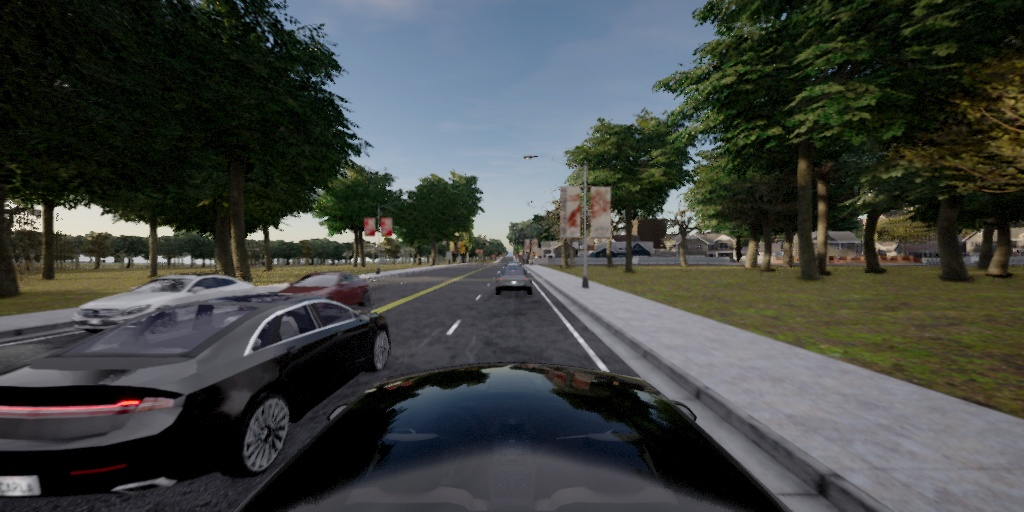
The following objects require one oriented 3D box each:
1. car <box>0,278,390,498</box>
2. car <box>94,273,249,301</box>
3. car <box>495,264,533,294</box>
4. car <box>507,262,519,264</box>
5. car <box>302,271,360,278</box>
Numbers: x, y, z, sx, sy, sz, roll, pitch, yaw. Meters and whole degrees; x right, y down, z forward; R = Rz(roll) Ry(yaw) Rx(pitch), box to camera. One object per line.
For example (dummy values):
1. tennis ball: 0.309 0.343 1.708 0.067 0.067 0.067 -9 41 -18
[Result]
1. car: -3.150 1.240 4.700 2.128 1.511 4.902 0 0 0
2. car: -9.846 1.275 10.784 1.812 1.442 4.674 0 0 0
3. car: 0.103 1.321 20.183 1.994 1.385 4.181 0 0 0
4. car: 0.107 1.316 38.624 1.812 1.442 4.674 0 0 0
5. car: -6.594 1.276 12.744 1.812 1.442 4.674 0 0 0
